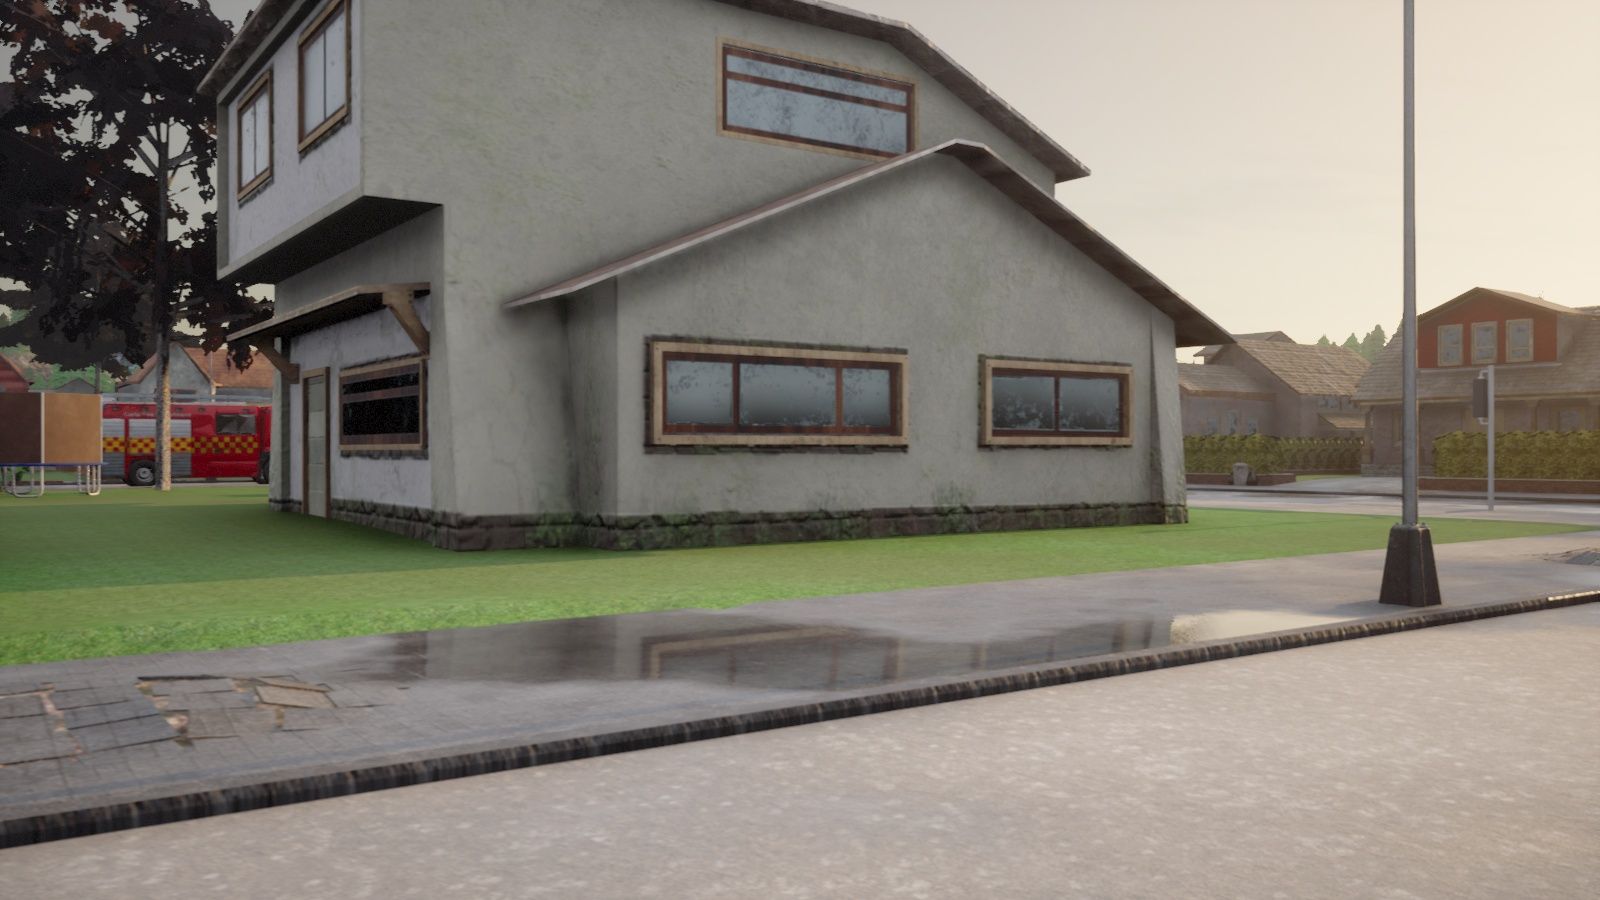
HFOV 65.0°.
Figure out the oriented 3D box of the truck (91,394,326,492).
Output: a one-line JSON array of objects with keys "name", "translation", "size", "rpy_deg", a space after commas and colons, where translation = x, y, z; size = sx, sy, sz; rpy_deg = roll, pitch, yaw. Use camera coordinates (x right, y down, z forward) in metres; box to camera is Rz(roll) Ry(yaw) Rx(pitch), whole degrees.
[{"name": "truck", "translation": [-24.558, -0.289, 52.402], "size": [8.468, 3.827, 2.891], "rpy_deg": [0, 0, -35]}]
